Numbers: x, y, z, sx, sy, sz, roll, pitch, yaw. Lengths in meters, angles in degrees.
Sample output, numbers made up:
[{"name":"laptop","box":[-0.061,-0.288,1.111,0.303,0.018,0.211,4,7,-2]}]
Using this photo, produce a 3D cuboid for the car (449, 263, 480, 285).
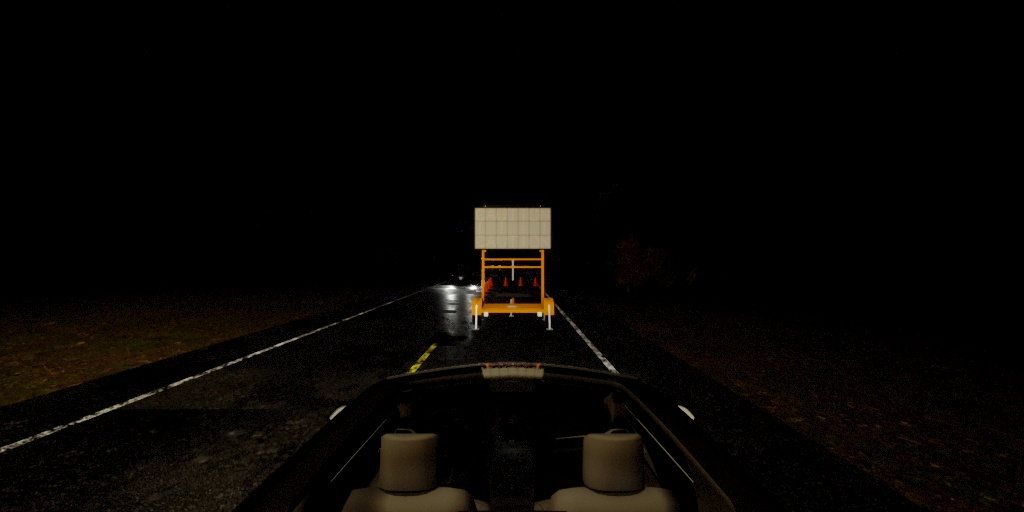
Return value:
[{"name":"car","box":[-3.426,1.261,26.463,1.837,1.490,4.892,0,0,0]}]

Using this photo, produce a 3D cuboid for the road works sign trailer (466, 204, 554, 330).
[{"name":"road works sign trailer","box":[0.028,0.215,11.119,2.380,3.560,2.880,0,0,0]}]
